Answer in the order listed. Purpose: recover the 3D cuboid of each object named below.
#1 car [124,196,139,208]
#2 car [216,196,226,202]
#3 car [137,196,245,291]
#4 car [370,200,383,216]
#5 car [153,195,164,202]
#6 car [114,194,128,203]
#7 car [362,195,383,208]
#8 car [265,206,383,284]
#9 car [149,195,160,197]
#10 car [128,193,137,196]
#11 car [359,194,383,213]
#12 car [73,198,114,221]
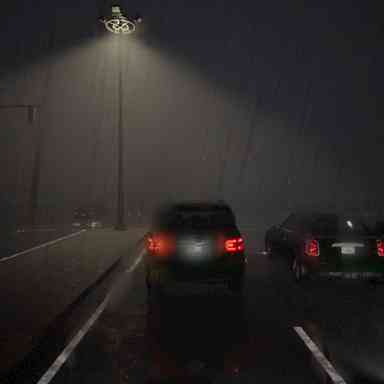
[{"bbox_3d":[-8.135,1.601,48.463,1.895,1.301,4.718,0,0,0],"label":"car"},{"bbox_3d":[6.939,1.553,79.325,1.994,1.385,4.181,0,0,0],"label":"car"},{"bbox_3d":[0.072,1.221,9.156,2.150,2.045,5.566,0,0,0],"label":"car"},{"bbox_3d":[20.725,1.547,32.627,5.357,1.411,2.033,0,0,1],"label":"car"},{"bbox_3d":[-8.061,1.540,79.637,2.033,1.411,5.357,0,0,0],"label":"car"},{"bbox_3d":[-15.055,1.595,68.466,1.895,1.301,4.718,0,0,0],"label":"car"},{"bbox_3d":[7.071,1.221,8.849,2.150,2.045,5.566,0,0,0],"label":"car"},{"bbox_3d":[3.571,1.352,9.723,2.097,1.767,4.553,0,0,0],"label":"car"},{"bbox_3d":[-8.064,1.492,68.288,2.128,1.511,4.902,0,0,0],"label":"car"},{"bbox_3d":[-15.050,1.224,82.878,2.150,2.045,5.566,0,0,0],"label":"car"},{"bbox_3d":[21.514,1.222,36.117,5.566,2.045,2.150,0,0,1],"label":"car"},{"bbox_3d":[-8.123,1.505,27.198,1.837,1.490,4.892,0,0,0],"label":"car"}]
